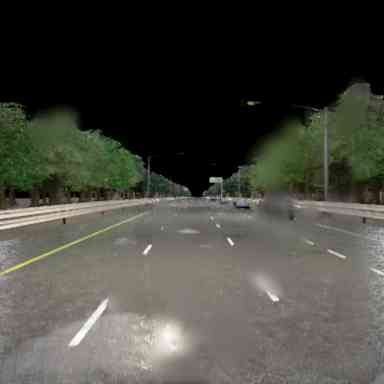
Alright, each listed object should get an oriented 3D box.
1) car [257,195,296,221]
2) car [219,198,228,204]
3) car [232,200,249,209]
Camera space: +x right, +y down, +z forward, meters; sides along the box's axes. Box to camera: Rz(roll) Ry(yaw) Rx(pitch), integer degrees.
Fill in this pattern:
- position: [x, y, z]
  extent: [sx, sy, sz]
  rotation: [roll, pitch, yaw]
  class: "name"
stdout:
- position: [7.033, 1.284, 28.169]
  extent: [2.150, 2.045, 5.566]
  rotation: [0, 0, 0]
  class: "car"
- position: [7.309, 2.155, 78.420]
  extent: [2.033, 1.411, 5.357]
  rotation: [0, -1, 0]
  class: "car"
- position: [7.112, 1.798, 48.570]
  extent: [1.994, 1.385, 4.181]
  rotation: [0, -1, 0]
  class: "car"
